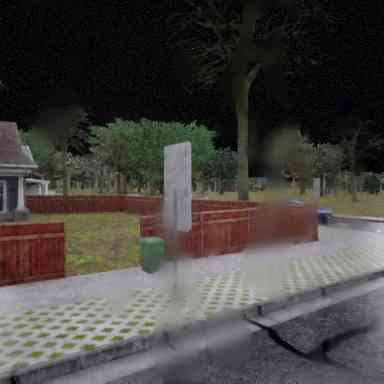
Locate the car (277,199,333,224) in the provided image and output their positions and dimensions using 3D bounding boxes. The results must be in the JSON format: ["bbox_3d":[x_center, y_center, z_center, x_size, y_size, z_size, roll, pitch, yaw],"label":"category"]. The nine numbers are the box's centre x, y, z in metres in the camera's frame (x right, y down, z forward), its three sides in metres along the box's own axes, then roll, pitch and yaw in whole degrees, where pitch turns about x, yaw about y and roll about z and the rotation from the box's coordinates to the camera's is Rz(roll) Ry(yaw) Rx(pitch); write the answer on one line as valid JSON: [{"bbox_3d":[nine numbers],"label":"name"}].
[{"bbox_3d":[7.016,1.284,22.533,1.882,1.535,5.008,0,1,-36],"label":"car"}]

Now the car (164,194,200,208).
[{"bbox_3d":[-1.248,1.038,38.967,1.812,1.442,4.674,0,1,-36],"label":"car"}]

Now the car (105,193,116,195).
[{"bbox_3d":[-13.821,0.776,56.285,1.895,1.301,4.718,0,1,-36],"label":"car"}]

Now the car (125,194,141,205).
[{"bbox_3d":[-7.221,0.956,42.209,1.812,1.442,4.674,0,1,-36],"label":"car"}]

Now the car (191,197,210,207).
[{"bbox_3d":[0.763,1.189,31.170,2.033,1.411,5.357,0,1,-36],"label":"car"}]
